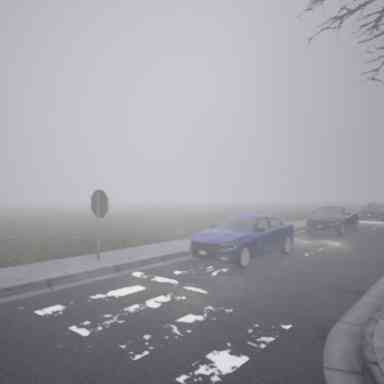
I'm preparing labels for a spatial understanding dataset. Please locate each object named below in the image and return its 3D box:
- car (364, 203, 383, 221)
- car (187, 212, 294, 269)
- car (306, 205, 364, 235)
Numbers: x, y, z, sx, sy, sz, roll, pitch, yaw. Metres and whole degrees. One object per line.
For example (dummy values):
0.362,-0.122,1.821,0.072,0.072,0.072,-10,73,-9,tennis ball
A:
15.480,1.668,28.248,1.994,1.385,4.181,0,0,39,car
1.893,1.522,11.706,1.882,1.535,5.008,0,0,39,car
8.331,1.551,19.541,1.882,1.535,5.008,0,0,39,car
